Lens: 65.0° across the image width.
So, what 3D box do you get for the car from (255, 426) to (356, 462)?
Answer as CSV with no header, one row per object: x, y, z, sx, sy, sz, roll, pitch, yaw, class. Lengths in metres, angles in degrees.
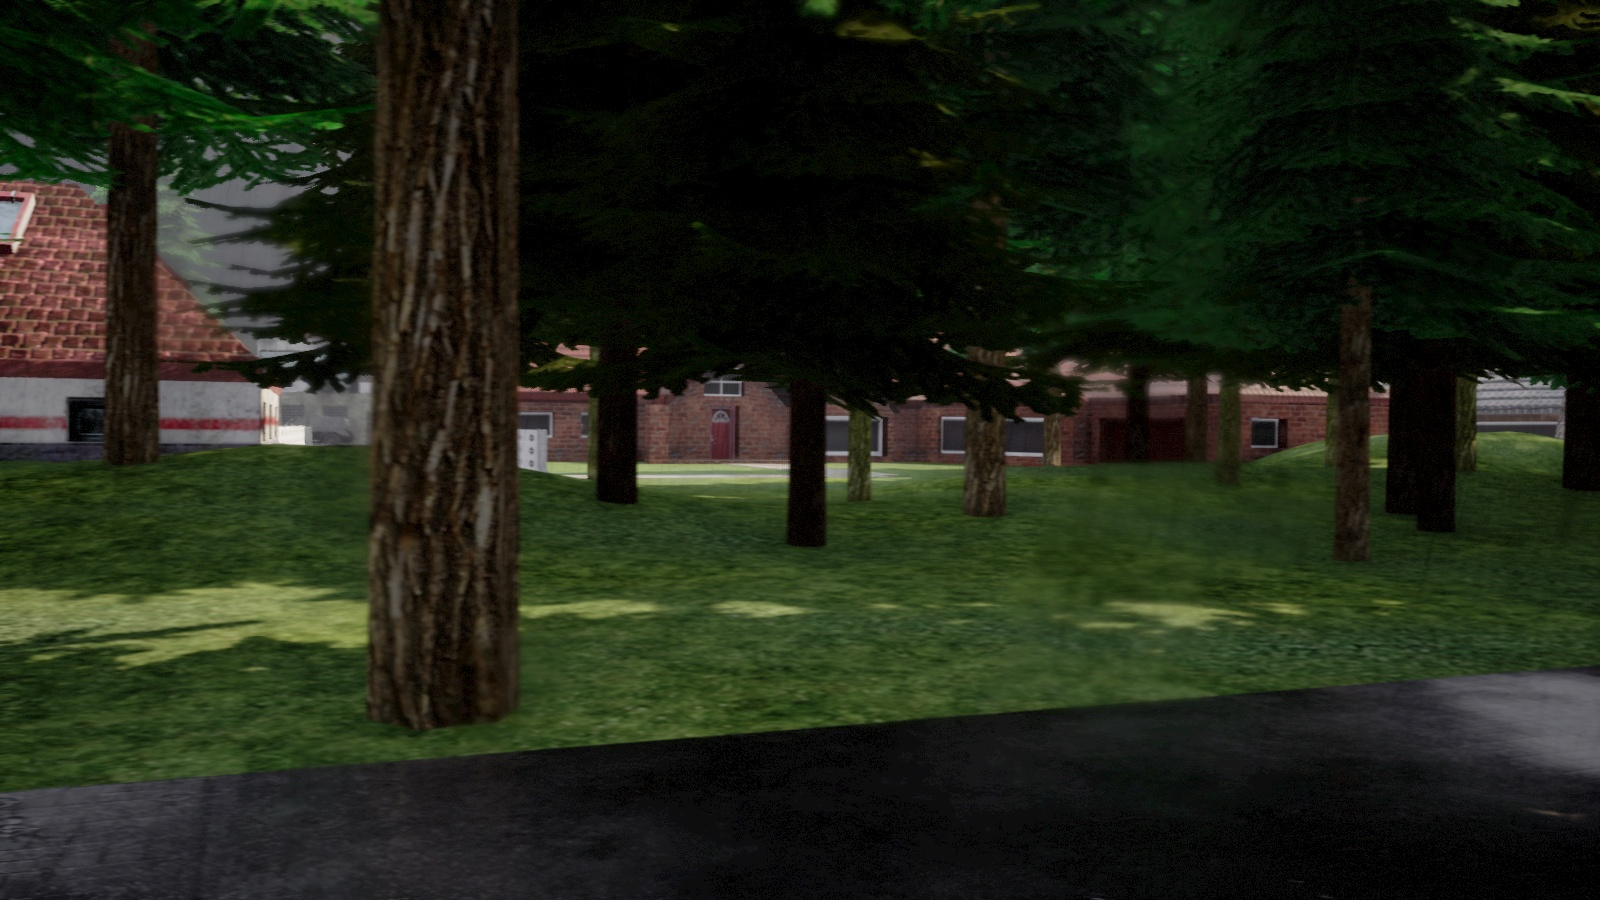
-29.866,-0.397,76.042,5.566,2.045,2.150,-1,1,-20,car
